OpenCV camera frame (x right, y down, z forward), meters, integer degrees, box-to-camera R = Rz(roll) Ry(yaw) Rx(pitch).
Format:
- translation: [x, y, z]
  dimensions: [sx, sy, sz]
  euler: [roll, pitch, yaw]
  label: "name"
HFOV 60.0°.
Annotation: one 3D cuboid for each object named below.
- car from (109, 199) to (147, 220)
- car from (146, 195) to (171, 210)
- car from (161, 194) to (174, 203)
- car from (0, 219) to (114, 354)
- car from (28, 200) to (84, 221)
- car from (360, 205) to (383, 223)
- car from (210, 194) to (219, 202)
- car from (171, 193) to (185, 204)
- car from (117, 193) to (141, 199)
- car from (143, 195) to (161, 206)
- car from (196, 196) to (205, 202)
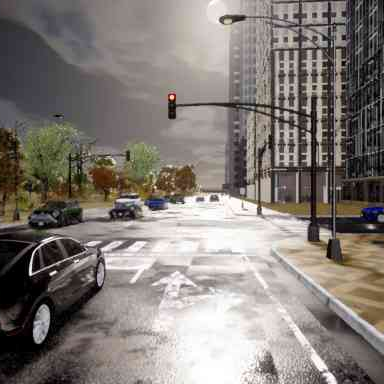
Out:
- translation: [-5.403, 1.537, 27.702]
  dimensions: [1.994, 1.385, 4.181]
  euler: [0, 0, 4]
  label: "car"
- translation: [-4.253, 1.469, 42.218]
  dimensions: [1.882, 1.535, 5.008]
  euler: [0, 0, 5]
  label: "car"
- translation: [-5.139, 1.349, 70.684]
  dimensions: [2.097, 1.767, 4.553]
  euler: [0, 0, 5]
  label: "car"
- translation: [-3.023, 1.504, 6.175]
  dimensions: [1.837, 1.490, 4.892]
  euler: [0, 0, 1]
  label: "car"
- translation: [-9.026, 1.343, 22.410]
  dimensions: [2.097, 1.767, 4.553]
  euler: [0, 0, 4]
  label: "car"
- translation: [14.356, 1.319, 22.991]
  dimensions: [5.008, 1.535, 1.882]
  euler: [0, 0, 5]
  label: "car"
- translation: [5.292, 1.364, 78.818]
  dimensions: [2.097, 1.767, 4.553]
  euler: [0, 0, 5]
  label: "car"
- translation: [-2.584, 1.221, 62.638]
  dimensions: [2.150, 2.045, 5.566]
  euler: [0, 0, 5]
  label: "car"
- translation: [-7.673, 1.208, 40.332]
  dimensions: [2.150, 2.045, 5.566]
  euler: [0, 1, 5]
  label: "car"
- translation: [-6.479, 1.345, 54.994]
  dimensions: [2.097, 1.767, 4.553]
  euler: [0, 0, 5]
  label: "car"
- translation: [2.016, 1.602, 78.612]
  dimensions: [1.895, 1.301, 4.718]
  euler: [0, 0, 5]
  label: "car"
